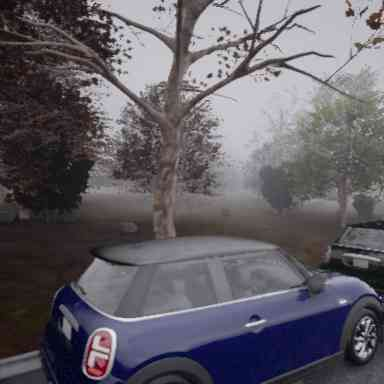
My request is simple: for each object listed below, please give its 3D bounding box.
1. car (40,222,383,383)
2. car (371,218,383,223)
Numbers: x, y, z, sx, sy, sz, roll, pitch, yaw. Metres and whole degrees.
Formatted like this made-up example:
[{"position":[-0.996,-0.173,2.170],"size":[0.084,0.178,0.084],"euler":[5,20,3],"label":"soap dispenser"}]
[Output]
[{"position":[0.546,1.385,4.450],"size":[4.553,1.767,2.185],"euler":[1,-1,-33],"label":"car"},{"position":[5.081,1.441,7.686],"size":[4.553,1.767,2.185],"euler":[1,-1,-33],"label":"car"}]
